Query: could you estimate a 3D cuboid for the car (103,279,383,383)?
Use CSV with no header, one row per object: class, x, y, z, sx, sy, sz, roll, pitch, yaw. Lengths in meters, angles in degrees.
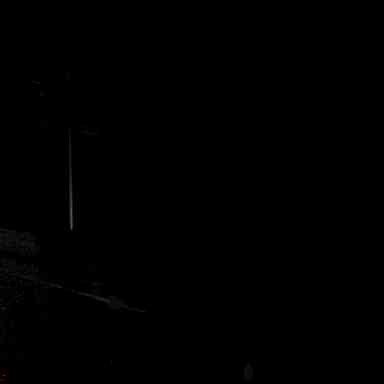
car,1.427,1.478,2.544,5.008,1.535,1.882,0,0,36
